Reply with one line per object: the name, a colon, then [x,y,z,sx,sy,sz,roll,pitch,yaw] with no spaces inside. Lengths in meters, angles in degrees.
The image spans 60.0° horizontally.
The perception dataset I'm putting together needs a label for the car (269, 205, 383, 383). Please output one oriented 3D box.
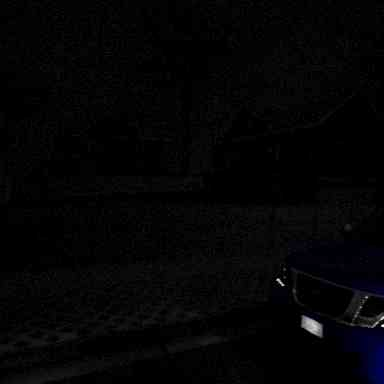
car: [3.805,1.133,4.918,5.566,2.045,2.150,0,2,-27]
